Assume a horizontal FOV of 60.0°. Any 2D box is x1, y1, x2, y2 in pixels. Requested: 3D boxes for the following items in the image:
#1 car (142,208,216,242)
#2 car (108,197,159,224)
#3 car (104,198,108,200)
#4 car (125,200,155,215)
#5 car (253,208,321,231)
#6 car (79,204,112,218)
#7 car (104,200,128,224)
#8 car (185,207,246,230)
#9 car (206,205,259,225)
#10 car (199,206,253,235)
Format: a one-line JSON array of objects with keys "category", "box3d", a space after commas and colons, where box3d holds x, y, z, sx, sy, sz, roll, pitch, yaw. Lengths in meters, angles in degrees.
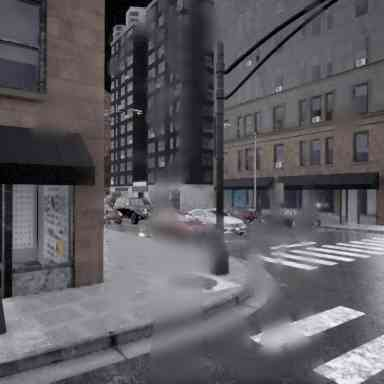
[{"category": "car", "box3d": [-0.645, 1.701, 17.098, 1.802, 1.307, 4.206, 0, 0, -35]}, {"category": "car", "box3d": [-4.611, 1.458, 27.262, 2.150, 2.045, 5.566, 0, -1, -35]}, {"category": "car", "box3d": [-12.699, 1.809, 49.187, 2.192, 1.841, 5.009, 0, 0, -35]}, {"category": "car", "box3d": [-6.357, 1.821, 40.127, 1.967, 1.590, 4.097, 0, 0, -35]}, {"category": "car", "box3d": [6.325, 1.709, 22.007, 2.008, 1.369, 4.403, 0, 0, -35]}, {"category": "car", "box3d": [-10.356, 1.939, 35.487, 1.895, 1.301, 4.718, 0, -1, -35]}, {"category": "car", "box3d": [-6.988, 1.670, 26.160, 1.967, 1.590, 4.097, 0, 0, -35]}, {"category": "car", "box3d": [1.522, 1.788, 23.820, 1.895, 1.301, 4.718, 0, -1, -33]}, {"category": "car", "box3d": [3.155, 1.795, 26.537, 1.802, 1.307, 4.206, 0, 0, -35]}, {"category": "car", "box3d": [1.071, 1.663, 19.126, 1.812, 1.442, 4.674, 0, -1, -34]}]
